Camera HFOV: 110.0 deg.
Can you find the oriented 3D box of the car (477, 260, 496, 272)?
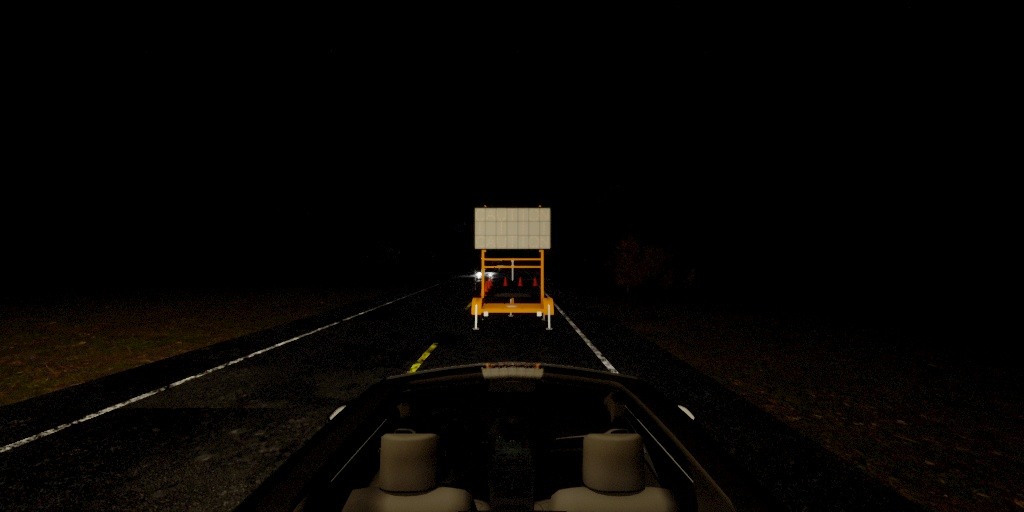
[{"bbox_3d":[-3.406,1.374,46.177,1.895,1.301,4.718,0,0,0],"label":"car"}]

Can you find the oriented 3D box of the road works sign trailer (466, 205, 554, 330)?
[{"bbox_3d":[0.020,0.215,11.158,2.380,3.560,2.880,0,0,0],"label":"road works sign trailer"}]
